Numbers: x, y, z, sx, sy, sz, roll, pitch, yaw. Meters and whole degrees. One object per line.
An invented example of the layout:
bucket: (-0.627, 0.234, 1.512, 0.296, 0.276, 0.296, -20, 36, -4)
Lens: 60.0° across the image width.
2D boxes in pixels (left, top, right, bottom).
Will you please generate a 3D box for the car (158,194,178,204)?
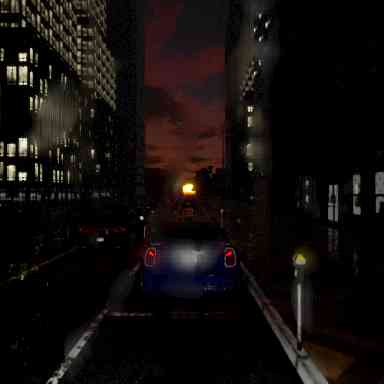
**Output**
car: (-3.053, 1.333, 45.858, 2.097, 1.767, 4.553, 0, 0, 0)

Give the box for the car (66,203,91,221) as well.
car: (-8.832, 1.575, 27.183, 1.802, 1.307, 4.206, 0, 0, 0)

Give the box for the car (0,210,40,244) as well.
car: (-8.833, 1.563, 15.800, 1.947, 1.339, 4.313, 0, 0, 0)

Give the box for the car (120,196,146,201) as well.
car: (-6.231, 1.534, 37.371, 2.033, 1.411, 5.357, 0, 0, 0)

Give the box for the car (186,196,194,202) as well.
car: (-0.452, 1.533, 78.399, 1.802, 1.307, 4.206, 0, 0, 0)

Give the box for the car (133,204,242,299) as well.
car: (-0.032, 1.352, 8.619, 2.097, 1.767, 4.553, 0, 0, 0)

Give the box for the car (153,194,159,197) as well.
car: (-8.832, 1.391, 78.413, 1.967, 1.590, 4.097, 0, 0, 0)

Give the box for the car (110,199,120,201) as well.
car: (-8.833, 1.537, 38.569, 2.008, 1.369, 4.403, 0, 0, 0)

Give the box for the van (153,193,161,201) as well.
van: (-8.831, 1.285, 84.106, 1.690, 1.788, 3.998, 0, 0, 0)

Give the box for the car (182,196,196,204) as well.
car: (-0.452, 1.548, 44.248, 1.947, 1.339, 4.313, 0, 0, 0)

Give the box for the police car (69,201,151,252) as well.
police car: (-3.144, 1.423, 13.997, 1.930, 1.638, 5.238, 0, 0, 0)

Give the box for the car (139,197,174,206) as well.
car: (-3.054, 1.484, 29.312, 2.128, 1.511, 4.902, 0, 0, 0)

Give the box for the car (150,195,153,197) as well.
car: (-8.832, 1.550, 61.338, 1.802, 1.307, 4.206, 0, 0, 0)

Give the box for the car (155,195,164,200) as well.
car: (-8.832, 1.504, 89.799, 1.947, 1.339, 4.313, 0, 0, 0)
